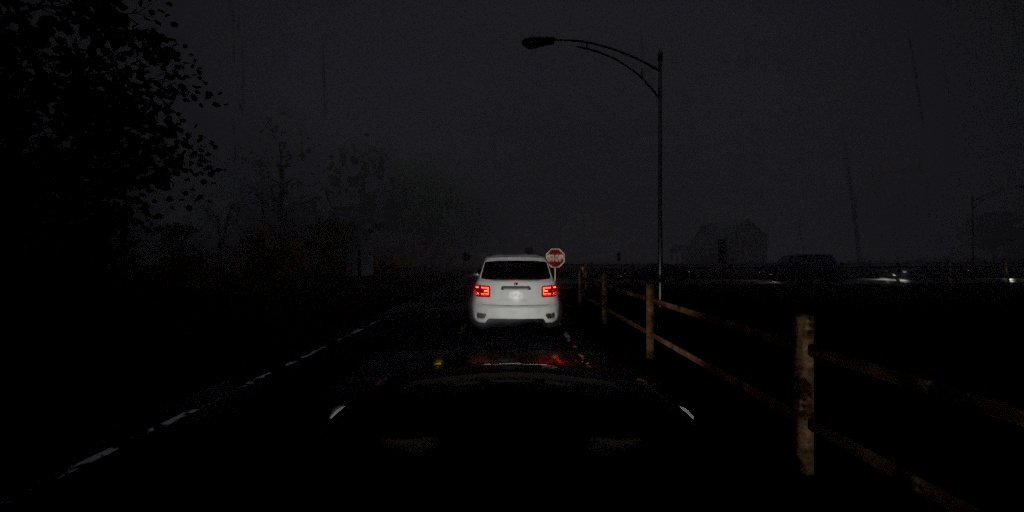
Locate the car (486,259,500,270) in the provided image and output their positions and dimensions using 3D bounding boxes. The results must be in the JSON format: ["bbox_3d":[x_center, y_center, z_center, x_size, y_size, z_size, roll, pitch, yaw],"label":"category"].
[{"bbox_3d":[-2.827,1.239,53.384,1.812,1.442,4.674,0,0,0],"label":"car"}]

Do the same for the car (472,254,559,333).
[{"bbox_3d":[0.098,0.971,10.831,2.150,2.045,5.566,0,0,0],"label":"car"}]

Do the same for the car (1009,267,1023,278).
[{"bbox_3d":[43.526,1.085,29.061,4.674,1.442,1.812,0,0,0],"label":"car"}]

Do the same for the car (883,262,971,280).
[{"bbox_3d":[33.438,1.154,28.927,5.357,1.411,2.033,0,0,0],"label":"car"}]

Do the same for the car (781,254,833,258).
[{"bbox_3d":[22.901,0.876,28.762,5.566,2.045,2.150,0,0,-1],"label":"car"}]

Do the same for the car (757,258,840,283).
[{"bbox_3d":[21.002,1.130,25.782,4.902,1.511,2.128,0,0,-1],"label":"car"}]

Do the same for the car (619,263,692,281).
[{"bbox_3d":[11.405,1.250,28.694,5.357,1.411,2.033,0,0,2],"label":"car"}]

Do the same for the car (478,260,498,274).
[{"bbox_3d":[-2.837,1.277,43.119,2.033,1.411,5.357,0,0,0],"label":"car"}]
